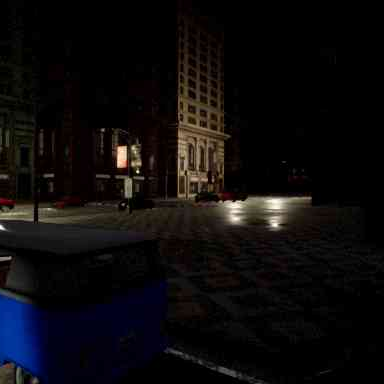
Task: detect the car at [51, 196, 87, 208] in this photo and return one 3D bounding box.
[{"bbox_3d":[-14.736,1.195,40.003,1.994,1.385,4.181,0,1,35],"label":"car"}]

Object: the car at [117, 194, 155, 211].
[{"bbox_3d":[-5.820,1.228,35.388,1.994,1.385,4.181,0,1,35],"label":"car"}]

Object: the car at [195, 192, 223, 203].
[{"bbox_3d":[2.436,0.761,52.801,2.097,1.767,4.553,0,1,36],"label":"car"}]

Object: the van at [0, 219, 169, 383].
[{"bbox_3d":[-2.203,1.342,4.624,3.998,1.788,1.690,0,0,35],"label":"van"}]

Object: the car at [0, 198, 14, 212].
[{"bbox_3d":[-20.081,1.227,32.438,1.882,1.535,5.008,0,1,35],"label":"car"}]

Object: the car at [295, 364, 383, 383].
[{"bbox_3d":[2.410,1.582,1.363,4.206,1.307,1.802,0,0,35],"label":"car"}]

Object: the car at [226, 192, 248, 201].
[{"bbox_3d":[8.247,0.758,61.125,1.882,1.535,5.008,0,1,35],"label":"car"}]

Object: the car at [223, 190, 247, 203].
[{"bbox_3d":[6.767,0.613,53.271,2.150,2.045,5.566,0,1,36],"label":"car"}]

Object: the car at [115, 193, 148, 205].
[{"bbox_3d":[-8.726,1.005,48.504,1.837,1.490,4.892,0,1,35],"label":"car"}]
